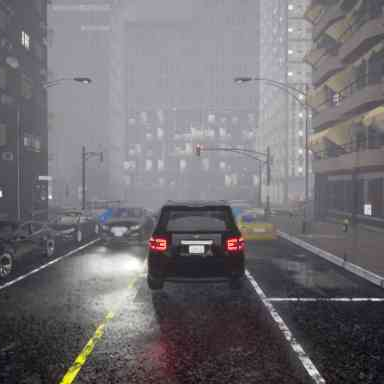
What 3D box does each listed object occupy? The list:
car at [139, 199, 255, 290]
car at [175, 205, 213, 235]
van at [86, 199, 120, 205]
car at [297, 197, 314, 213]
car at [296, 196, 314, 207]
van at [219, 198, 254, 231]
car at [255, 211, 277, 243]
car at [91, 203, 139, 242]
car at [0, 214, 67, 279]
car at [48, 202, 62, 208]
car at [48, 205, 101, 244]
[{"bbox_3d":[0.107,1.219,9.230,2.150,2.045,5.566,0,0,0],"label":"car"},{"bbox_3d":[0.126,1.560,19.525,1.994,1.385,4.181,0,0,1],"label":"car"},{"bbox_3d":[-5.638,1.336,21.234,1.690,1.788,3.998,-1,0,0],"label":"van"},{"bbox_3d":[14.928,1.582,37.875,4.674,1.442,1.812,0,1,-1],"label":"car"},{"bbox_3d":[15.362,1.337,40.471,5.009,1.841,2.192,0,1,1],"label":"car"},{"bbox_3d":[2.742,1.336,21.179,1.690,1.788,3.998,-1,0,0],"label":"van"},{"bbox_3d":[2.728,1.522,15.748,1.752,1.417,4.829,-1,0,0],"label":"car"},{"bbox_3d":[-3.041,1.488,16.287,2.128,1.511,4.902,0,0,0],"label":"car"},{"bbox_3d":[-5.669,1.563,10.030,1.947,1.339,4.313,-1,0,0],"label":"car"},{"bbox_3d":[-16.390,1.489,34.965,5.357,1.411,2.033,0,1,1],"label":"car"},{"bbox_3d":[-5.652,1.547,15.632,2.008,1.369,4.403,-1,0,0],"label":"car"}]
